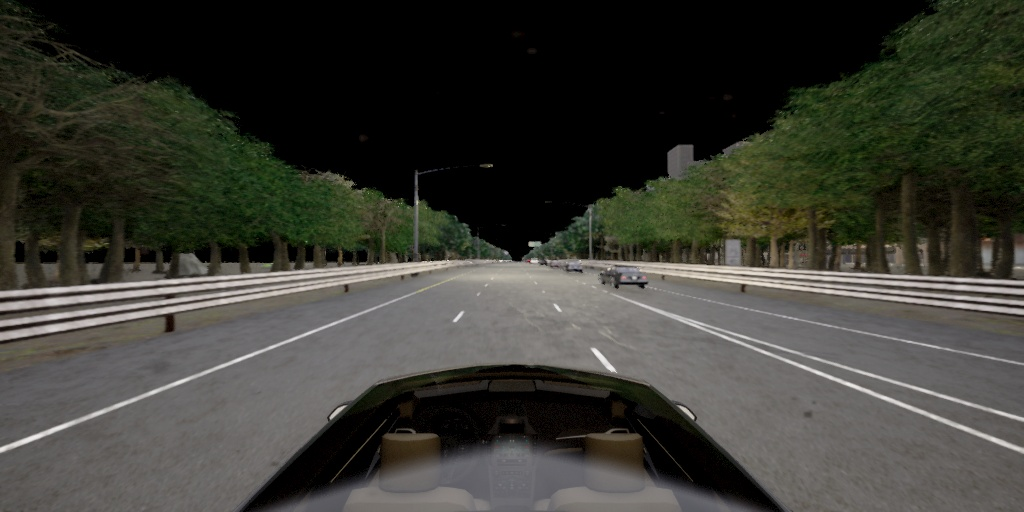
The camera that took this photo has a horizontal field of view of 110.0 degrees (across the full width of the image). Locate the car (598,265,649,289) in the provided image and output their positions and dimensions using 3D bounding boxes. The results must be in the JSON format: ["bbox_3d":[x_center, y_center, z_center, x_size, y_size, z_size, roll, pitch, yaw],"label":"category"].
[{"bbox_3d":[7.015,1.297,23.061,2.033,1.411,5.357,0,0,0],"label":"car"}]

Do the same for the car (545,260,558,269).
[{"bbox_3d":[7.078,1.380,59.487,2.033,1.411,5.357,0,0,0],"label":"car"}]

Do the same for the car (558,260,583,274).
[{"bbox_3d":[7.022,1.305,42.091,2.033,1.411,5.357,0,0,0],"label":"car"}]
